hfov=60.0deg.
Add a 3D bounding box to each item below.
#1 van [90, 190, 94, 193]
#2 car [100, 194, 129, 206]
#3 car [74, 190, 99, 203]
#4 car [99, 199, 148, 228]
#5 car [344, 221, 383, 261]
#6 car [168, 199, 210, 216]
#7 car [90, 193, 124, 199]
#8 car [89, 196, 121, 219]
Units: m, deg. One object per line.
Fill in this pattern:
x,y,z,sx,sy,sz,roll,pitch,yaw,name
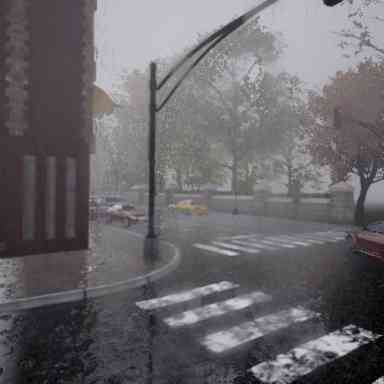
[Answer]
-10.329,0.908,29.079,1.690,1.788,3.998,2,0,-36,van
-10.075,1.039,42.958,2.008,1.369,4.403,2,0,-36,car
-16.584,0.609,51.914,2.192,1.841,5.009,2,0,-36,car
-3.822,1.346,20.123,1.802,1.307,4.206,2,0,-36,car
6.985,1.667,11.457,1.994,1.385,4.181,0,-1,1,car
-0.401,1.304,29.664,1.752,1.417,4.829,2,0,-36,car
-6.965,1.119,28.827,1.882,1.535,5.008,1,0,-36,car
-7.079,1.247,24.599,1.802,1.307,4.206,2,0,-36,car
